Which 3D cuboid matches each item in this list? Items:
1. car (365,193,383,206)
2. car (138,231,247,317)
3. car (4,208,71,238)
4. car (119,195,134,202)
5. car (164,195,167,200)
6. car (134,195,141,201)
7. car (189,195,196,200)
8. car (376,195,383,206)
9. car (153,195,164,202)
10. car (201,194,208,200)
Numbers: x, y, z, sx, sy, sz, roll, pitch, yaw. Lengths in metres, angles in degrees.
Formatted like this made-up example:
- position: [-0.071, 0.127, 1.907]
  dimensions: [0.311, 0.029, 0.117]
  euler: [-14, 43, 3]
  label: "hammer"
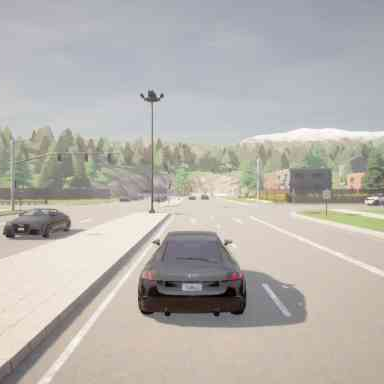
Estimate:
- position: [30.938, 1.221, 53.563]
  dimensions: [5.566, 2.045, 2.150]
  euler: [0, 0, 0]
  label: "car"
- position: [0.003, 1.563, 7.579]
  dimensions: [1.994, 1.385, 4.181]
  euler: [0, 0, 0]
  label: "car"
- position: [-8.013, 1.564, 17.625]
  dimensions: [1.994, 1.385, 4.181]
  euler: [0, 0, 1]
  label: "car"
- position: [-14.964, 1.540, 74.580]
  dimensions: [2.033, 1.411, 5.357]
  euler: [0, 0, 0]
  label: "car"
- position: [-7.959, 1.524, 83.826]
  dimensions: [1.812, 1.442, 4.674]
  euler: [0, 0, 0]
  label: "car"
- position: [-14.958, 1.500, 84.961]
  dimensions: [1.837, 1.490, 4.892]
  euler: [0, 0, 0]
  label: "car"
- position: [0.046, 1.595, 93.872]
  dimensions: [1.895, 1.301, 4.718]
  euler: [0, 0, 0]
  label: "car"
- position: [31.343, 1.547, 50.079]
  dimensions: [5.357, 1.411, 2.033]
  euler: [0, 0, 0]
  label: "car"
- position: [-7.964, 1.524, 74.216]
  dimensions: [1.812, 1.442, 4.674]
  euler: [0, 0, 0]
  label: "car"
- position: [3.547, 1.355, 94.947]
  dimensions: [2.097, 1.767, 4.553]
  euler: [0, 0, 0]
  label: "car"
